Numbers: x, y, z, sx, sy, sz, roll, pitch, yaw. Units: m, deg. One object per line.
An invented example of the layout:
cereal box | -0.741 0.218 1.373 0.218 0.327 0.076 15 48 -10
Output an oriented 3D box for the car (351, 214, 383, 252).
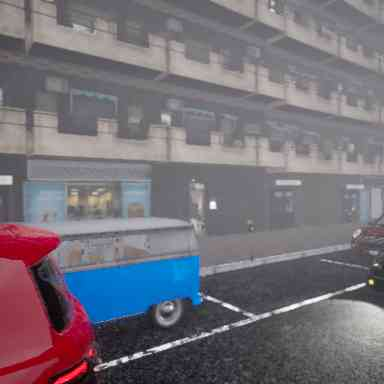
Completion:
car | 7.497 1.441 11.925 4.097 1.590 1.967 0 -1 -35

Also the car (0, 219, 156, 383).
car | -3.117 1.224 1.157 5.566 2.045 2.150 0 0 -36

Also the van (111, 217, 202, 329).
van | -1.744 1.340 5.302 3.998 1.788 1.690 0 -1 -35

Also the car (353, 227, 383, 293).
car | 5.779 1.565 7.472 4.181 1.385 1.994 0 0 -34
